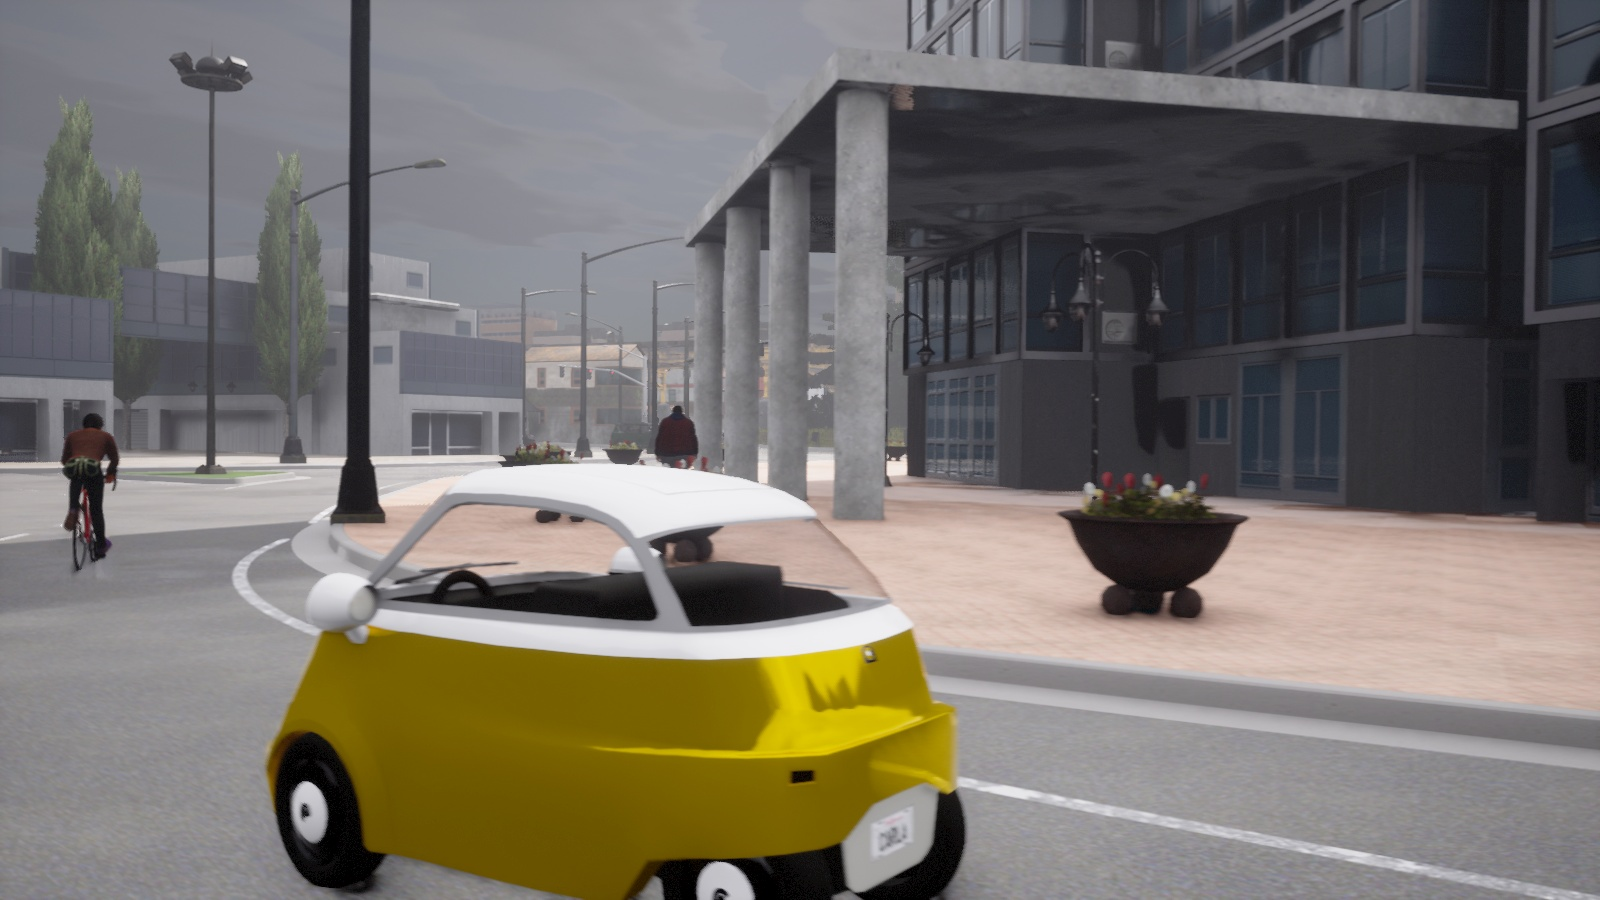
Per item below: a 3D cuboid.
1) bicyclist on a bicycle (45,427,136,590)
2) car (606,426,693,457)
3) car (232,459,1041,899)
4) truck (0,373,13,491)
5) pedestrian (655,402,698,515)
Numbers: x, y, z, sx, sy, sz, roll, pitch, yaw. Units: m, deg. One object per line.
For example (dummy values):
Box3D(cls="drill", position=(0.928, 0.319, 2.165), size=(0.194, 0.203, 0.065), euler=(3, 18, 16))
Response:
Box3D(cls="bicyclist on a bicycle", position=(-7.499, 0.574, 13.328), size=(0.582, 1.620, 1.656), euler=(0, 0, -20))
Box3D(cls="car", position=(-10.084, -0.590, 84.013), size=(5.566, 2.045, 2.150), euler=(0, 1, 27))
Box3D(cls="car", position=(-0.552, 0.738, 4.123), size=(2.207, 1.376, 1.481), euler=(0, 1, 36))
Box3D(cls="truck", position=(-27.273, -0.482, 35.531), size=(7.936, 3.462, 2.891), euler=(-1, 1, -16))
Box3D(cls="pedestrian", position=(-2.050, 0.128, 20.951), size=(0.634, 1.844, 0.899), euler=(-1, 1, -1))
